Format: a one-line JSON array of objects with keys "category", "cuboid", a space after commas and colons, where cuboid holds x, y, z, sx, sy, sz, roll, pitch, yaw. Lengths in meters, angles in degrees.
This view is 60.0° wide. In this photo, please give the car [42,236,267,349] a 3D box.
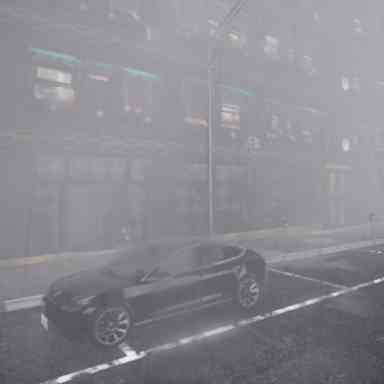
[{"category": "car", "cuboid": [-0.438, 1.572, 6.260, 4.313, 1.339, 1.947, 0, -1, -35]}]
